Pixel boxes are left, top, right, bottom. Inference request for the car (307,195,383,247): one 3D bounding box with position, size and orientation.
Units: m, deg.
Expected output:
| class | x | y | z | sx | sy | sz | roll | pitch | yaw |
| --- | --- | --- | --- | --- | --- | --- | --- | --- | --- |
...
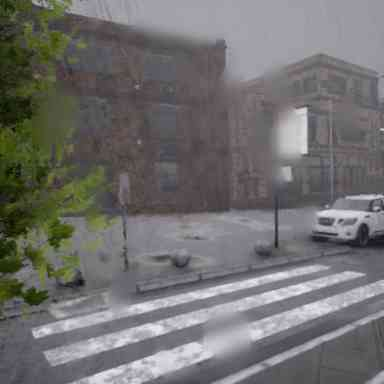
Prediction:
| class | x | y | z | sx | sy | sz | roll | pitch | yaw |
| --- | --- | --- | --- | --- | --- | --- | --- | --- | --- |
| car | 7.599 | 1.164 | 15.012 | 5.566 | 2.045 | 2.435 | 0 | 0 | -35 |
